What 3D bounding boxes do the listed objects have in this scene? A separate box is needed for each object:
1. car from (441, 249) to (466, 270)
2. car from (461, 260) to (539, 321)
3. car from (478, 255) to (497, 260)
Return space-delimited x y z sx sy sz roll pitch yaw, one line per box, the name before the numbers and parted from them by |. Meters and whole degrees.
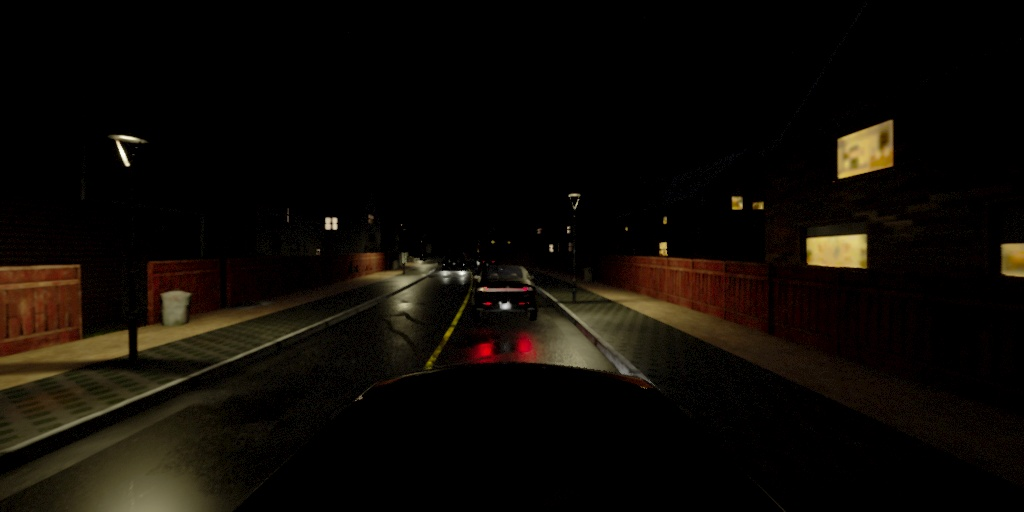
car | -5.850 0.326 36.137 2.150 2.045 5.566 0 1 -9
car | -0.258 1.037 11.533 2.128 1.511 4.902 0 1 -2
car | -2.205 0.684 31.705 1.837 1.490 4.892 0 0 -8
